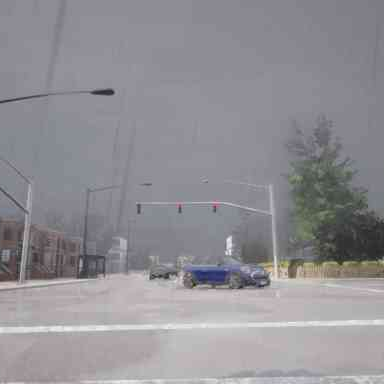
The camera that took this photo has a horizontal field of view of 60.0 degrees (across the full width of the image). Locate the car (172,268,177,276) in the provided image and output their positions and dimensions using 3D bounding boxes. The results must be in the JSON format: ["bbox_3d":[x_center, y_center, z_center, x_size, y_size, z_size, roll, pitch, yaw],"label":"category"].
[{"bbox_3d":[-3.328,13.626,56.502,1.895,1.301,4.718,-1,-13,1],"label":"car"}]

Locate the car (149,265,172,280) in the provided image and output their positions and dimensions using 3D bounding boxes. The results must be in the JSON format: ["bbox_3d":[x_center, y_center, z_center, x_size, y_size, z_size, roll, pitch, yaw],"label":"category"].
[{"bbox_3d":[-3.474,8.608,35.576,1.837,1.490,4.892,-1,-12,0],"label":"car"}]

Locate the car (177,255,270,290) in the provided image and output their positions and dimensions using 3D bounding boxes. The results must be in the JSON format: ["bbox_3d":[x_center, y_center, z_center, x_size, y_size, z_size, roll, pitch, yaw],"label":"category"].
[{"bbox_3d":[1.680,4.048,17.150,2.097,1.767,4.553,13,-19,-43],"label":"car"}]
